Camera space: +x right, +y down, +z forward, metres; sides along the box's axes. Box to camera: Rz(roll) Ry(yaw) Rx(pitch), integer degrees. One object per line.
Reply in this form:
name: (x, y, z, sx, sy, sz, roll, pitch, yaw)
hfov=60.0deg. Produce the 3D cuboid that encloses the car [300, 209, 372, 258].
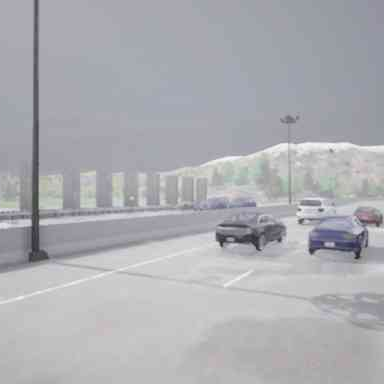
car: (5.980, 1.661, 13.482, 1.812, 1.442, 4.674, 0, -1, 32)

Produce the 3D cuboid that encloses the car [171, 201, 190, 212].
car: (-1.119, 2.055, 48.716, 1.812, 1.442, 4.674, 0, 0, 33)

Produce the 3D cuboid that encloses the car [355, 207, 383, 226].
car: (13.590, 1.819, 25.801, 1.994, 1.385, 4.181, 0, -1, 32)

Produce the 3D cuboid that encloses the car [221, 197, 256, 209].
car: (5.969, 1.646, 40.187, 2.150, 2.045, 5.566, 0, -1, 32)

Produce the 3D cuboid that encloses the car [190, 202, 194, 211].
car: (2.009, 2.069, 47.138, 1.994, 1.385, 4.181, 0, -1, 32)

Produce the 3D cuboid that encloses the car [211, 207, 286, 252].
car: (2.767, 1.651, 14.945, 2.128, 1.511, 4.902, 0, -1, 32)

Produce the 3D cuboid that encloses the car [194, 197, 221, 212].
car: (2.934, 1.669, 41.918, 2.150, 2.045, 5.566, 0, -1, 32)

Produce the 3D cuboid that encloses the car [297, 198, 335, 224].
car: (10.102, 1.498, 26.850, 2.150, 2.045, 5.566, -1, 0, 32)
